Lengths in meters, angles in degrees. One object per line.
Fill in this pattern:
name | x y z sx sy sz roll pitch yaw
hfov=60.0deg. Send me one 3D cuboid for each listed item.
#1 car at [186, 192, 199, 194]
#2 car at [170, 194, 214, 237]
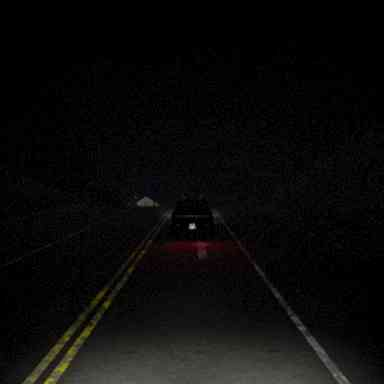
car | 0.034 0.694 31.204 1.994 1.385 4.181 0 -1 0
car | 0.013 1.096 15.634 2.128 1.511 4.902 0 2 0
